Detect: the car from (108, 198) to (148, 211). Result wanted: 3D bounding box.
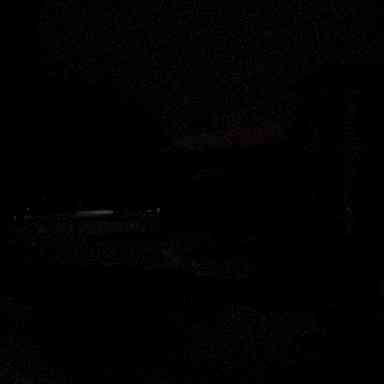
[{"bbox_3d":[-8.093,1.566,42.509,1.882,1.535,5.008,0,0,36],"label":"car"}]

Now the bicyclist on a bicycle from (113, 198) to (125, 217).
[{"bbox_3d":[-6.637,1.409,30.135,1.656,1.620,0.582,0,1,36],"label":"bicyclist on a bicycle"}]

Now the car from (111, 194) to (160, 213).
[{"bbox_3d":[-6.088,1.298,38.109,2.150,2.045,5.566,0,0,36],"label":"car"}]

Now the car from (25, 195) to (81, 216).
[{"bbox_3d":[-14.093,1.309,34.164,2.150,2.045,5.566,0,0,35],"label":"car"}]
